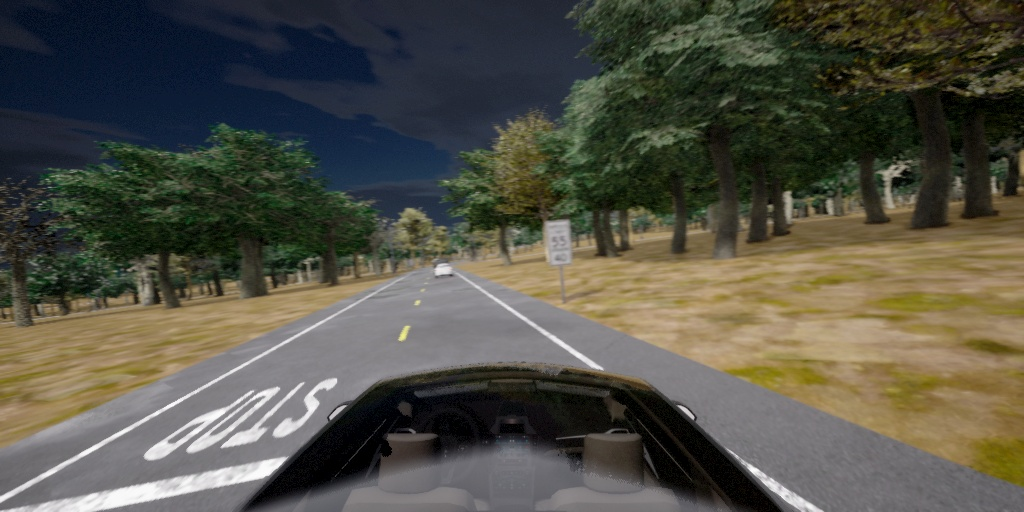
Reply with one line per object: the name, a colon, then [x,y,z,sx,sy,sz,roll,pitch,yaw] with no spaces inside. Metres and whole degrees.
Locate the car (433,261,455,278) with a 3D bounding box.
car: [-7.527,1.603,39.571,1.812,1.442,4.674,-6,1,-12]

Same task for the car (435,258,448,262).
car: [-9.703,1.424,49.818,2.150,2.045,5.566,-6,1,-12]
